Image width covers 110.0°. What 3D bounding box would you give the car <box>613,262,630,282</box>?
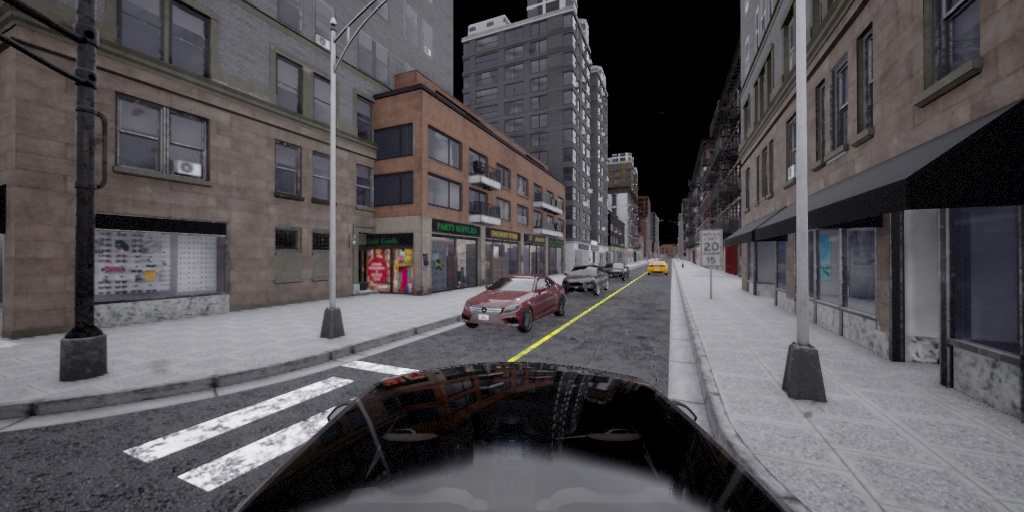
[{"bbox_3d":[8.655,1.247,29.877,1.882,1.535,5.008,0,0,24],"label":"car"}]

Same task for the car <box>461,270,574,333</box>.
[{"bbox_3d":[0.293,1.290,11.157,1.812,1.442,4.674,0,0,26],"label":"car"}]

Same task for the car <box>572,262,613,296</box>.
[{"bbox_3d":[4.102,1.271,19.691,1.837,1.490,4.892,0,0,24],"label":"car"}]

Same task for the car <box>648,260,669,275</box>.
[{"bbox_3d":[15.873,1.235,38.937,1.882,1.535,5.008,0,0,24],"label":"car"}]
